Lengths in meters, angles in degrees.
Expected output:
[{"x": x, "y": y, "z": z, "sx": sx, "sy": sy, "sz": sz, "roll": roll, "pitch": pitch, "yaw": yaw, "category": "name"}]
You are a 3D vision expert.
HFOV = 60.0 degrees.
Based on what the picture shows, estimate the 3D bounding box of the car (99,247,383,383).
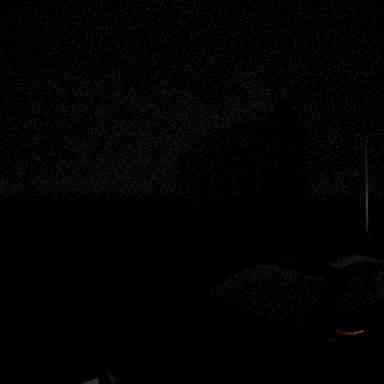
[{"x": 1.295, "y": 1.478, "z": 3.942, "sx": 4.674, "sy": 1.442, "sz": 1.812, "roll": -1, "pitch": 1, "yaw": -35, "category": "car"}]
